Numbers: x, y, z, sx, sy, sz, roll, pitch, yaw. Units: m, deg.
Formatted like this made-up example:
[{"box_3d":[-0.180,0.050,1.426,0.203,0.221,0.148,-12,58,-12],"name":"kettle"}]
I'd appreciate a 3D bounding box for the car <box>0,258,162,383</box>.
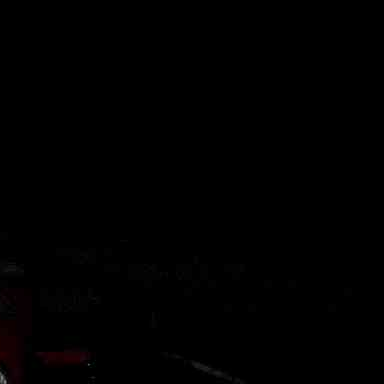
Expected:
[{"box_3d":[-2.279,1.572,4.469,4.206,1.307,1.802,0,0,36],"name":"car"}]
